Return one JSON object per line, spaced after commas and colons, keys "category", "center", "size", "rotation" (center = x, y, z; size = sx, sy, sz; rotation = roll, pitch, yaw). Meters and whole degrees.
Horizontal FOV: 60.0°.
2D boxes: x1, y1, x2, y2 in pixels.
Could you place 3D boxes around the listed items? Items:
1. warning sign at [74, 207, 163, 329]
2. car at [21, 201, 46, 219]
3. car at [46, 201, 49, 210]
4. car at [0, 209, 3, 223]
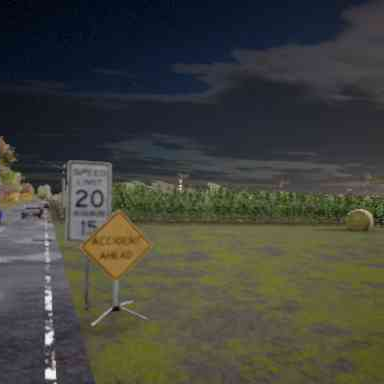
{"category": "warning sign", "center": [-1.353, 1.243, 5.979], "size": [1.300, 1.860, 1.060], "rotation": [3, -1, -24]}
{"category": "car", "center": [-16.829, 2.001, 35.006], "size": [2.128, 1.511, 4.902], "rotation": [2, -2, -23]}
{"category": "car", "center": [-26.987, 2.395, 60.263], "size": [1.882, 1.535, 5.008], "rotation": [2, -2, -24]}
{"category": "car", "center": [-15.930, 1.785, 25.834], "size": [1.882, 1.535, 5.008], "rotation": [2, -1, -24]}
